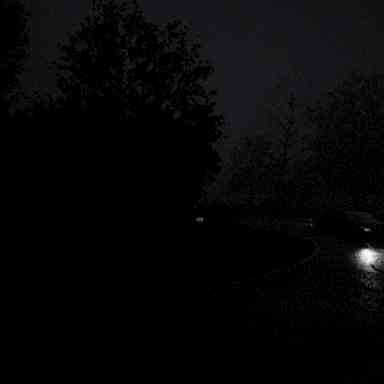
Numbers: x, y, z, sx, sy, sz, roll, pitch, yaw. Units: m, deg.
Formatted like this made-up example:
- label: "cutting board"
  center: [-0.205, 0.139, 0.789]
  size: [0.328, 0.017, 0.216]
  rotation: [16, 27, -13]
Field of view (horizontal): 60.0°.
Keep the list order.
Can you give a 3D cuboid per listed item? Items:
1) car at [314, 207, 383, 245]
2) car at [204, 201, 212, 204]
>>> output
- label: "car"
  center: [7.473, 1.513, 15.611]
  size: [1.812, 1.442, 4.674]
  rotation: [1, 0, -8]
- label: "car"
  center: [1.289, 1.572, 33.709]
  size: [2.033, 1.411, 5.357]
  rotation: [1, 0, -29]
